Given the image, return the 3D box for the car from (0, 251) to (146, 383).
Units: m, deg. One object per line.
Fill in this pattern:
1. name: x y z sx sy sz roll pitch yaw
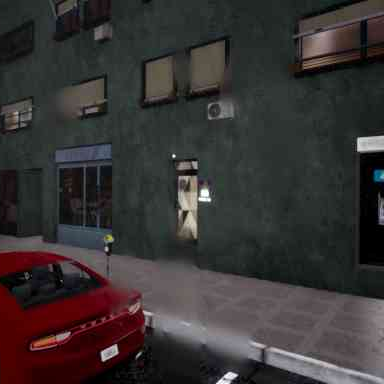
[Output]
1. car: -2.676 1.544 4.772 4.507 1.381 1.887 0 0 35
